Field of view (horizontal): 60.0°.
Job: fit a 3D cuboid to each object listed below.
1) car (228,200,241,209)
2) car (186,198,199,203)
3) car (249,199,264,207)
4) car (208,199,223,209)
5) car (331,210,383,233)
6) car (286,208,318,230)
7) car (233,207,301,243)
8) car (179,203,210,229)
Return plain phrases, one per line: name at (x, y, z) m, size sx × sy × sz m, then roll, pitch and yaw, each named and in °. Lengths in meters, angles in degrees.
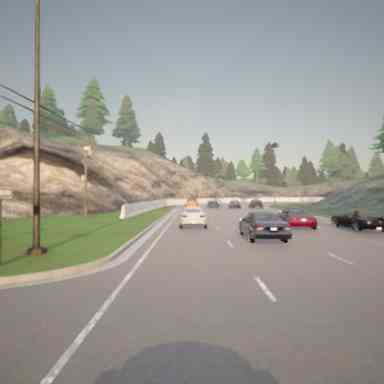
car at (7.011, 2.043, 54.624) m, size 2.033 × 1.411 × 5.357 m, roll 0°, pitch -1°, yaw 2°
car at (0.029, 1.858, 55.752) m, size 2.097 × 1.767 × 4.553 m, roll 0°, pitch -1°, yaw 2°
car at (10.511, 2.000, 54.624) m, size 1.837 × 1.490 × 4.892 m, roll 0°, pitch -1°, yaw 2°
car at (3.529, 1.997, 55.720) m, size 2.128 × 1.511 × 4.902 m, roll 0°, pitch -1°, yaw 2°
car at (10.600, 1.792, 21.032) m, size 1.895 × 1.301 × 4.718 m, roll 0°, pitch -1°, yaw 0°
car at (7.099, 1.774, 23.103) m, size 1.994 × 1.385 × 4.181 m, roll 0°, pitch -1°, yaw 0°
car at (3.600, 1.704, 17.140) m, size 2.033 × 1.411 × 5.357 m, roll 0°, pitch -1°, yaw 0°
car at (0.086, 1.740, 23.606) m, size 1.812 × 1.442 × 4.674 m, roll 0°, pitch -1°, yaw 0°
